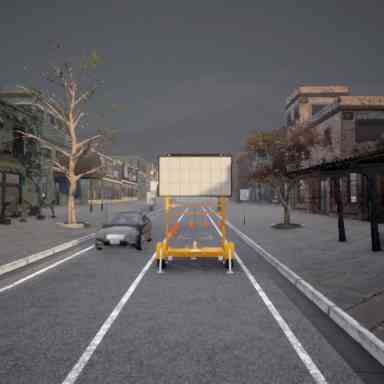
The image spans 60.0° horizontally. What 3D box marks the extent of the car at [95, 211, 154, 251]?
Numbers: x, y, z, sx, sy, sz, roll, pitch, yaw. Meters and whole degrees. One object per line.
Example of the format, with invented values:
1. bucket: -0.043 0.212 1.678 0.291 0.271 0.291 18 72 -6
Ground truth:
1. car: -2.852 1.638 14.852 2.128 1.511 4.902 0 -1 1

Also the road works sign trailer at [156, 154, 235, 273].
1. road works sign trailer: 0.108 0.552 10.922 2.380 3.560 2.880 0 -1 1
